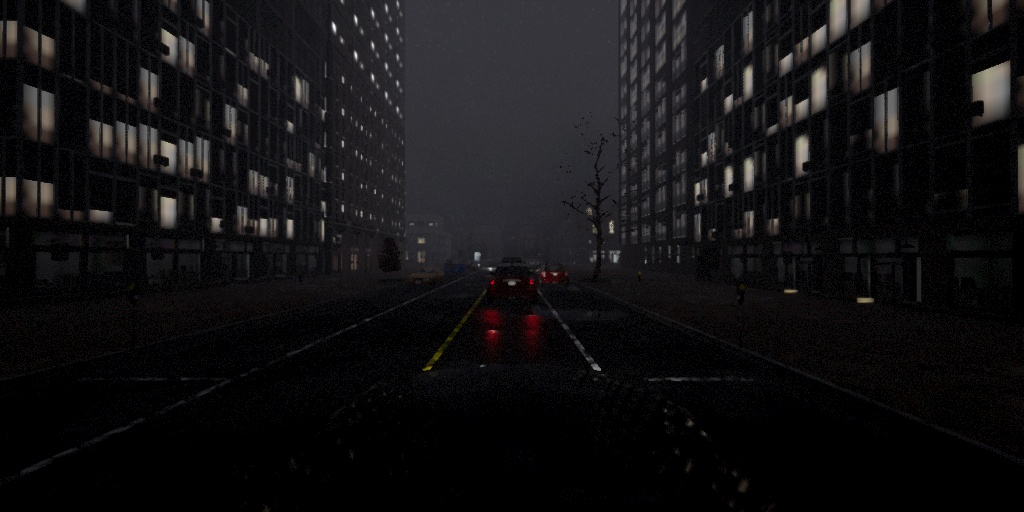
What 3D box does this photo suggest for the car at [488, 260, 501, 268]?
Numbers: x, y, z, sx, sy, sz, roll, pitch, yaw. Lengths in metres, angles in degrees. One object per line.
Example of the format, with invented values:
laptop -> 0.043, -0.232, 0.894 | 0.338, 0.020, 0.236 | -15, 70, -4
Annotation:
car -> -3.000, 1.345, 62.501 | 1.994, 1.385, 4.181 | 0, 0, 0

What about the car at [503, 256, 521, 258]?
car -> 0.000, 1.007, 31.530 | 2.150, 2.045, 5.566 | 0, 0, 0

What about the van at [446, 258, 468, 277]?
van -> -5.690, 1.088, 35.638 | 1.690, 1.789, 3.998 | 0, 0, 0

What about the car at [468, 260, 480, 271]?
car -> -5.690, 1.186, 47.022 | 1.967, 1.591, 4.097 | 0, 0, 0

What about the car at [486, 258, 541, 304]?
car -> 0.000, 1.116, 16.470 | 2.097, 1.767, 4.553 | 0, 0, 0

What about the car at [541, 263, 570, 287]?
car -> 2.691, 1.189, 24.238 | 1.967, 1.591, 4.097 | 0, 0, 0

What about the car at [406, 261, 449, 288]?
car -> -5.690, 1.274, 24.083 | 1.751, 1.417, 4.829 | 0, 0, 0
